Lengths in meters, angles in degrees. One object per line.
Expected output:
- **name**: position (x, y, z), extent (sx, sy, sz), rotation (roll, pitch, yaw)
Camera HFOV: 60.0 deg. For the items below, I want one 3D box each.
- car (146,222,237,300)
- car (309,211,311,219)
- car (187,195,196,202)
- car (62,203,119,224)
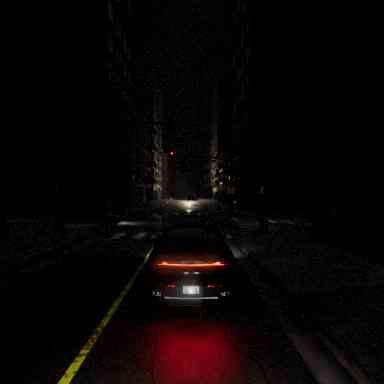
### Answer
- **car**: position (-0.016, 1.507, 8.371), extent (1.837, 1.490, 4.892), rotation (0, 0, 0)
- **car**: position (12.301, 1.724, 27.523), extent (5.008, 1.535, 1.882), rotation (1, 0, -1)
- **car**: position (-0.166, 1.497, 82.423), extent (2.097, 1.767, 4.553), rotation (0, 0, 0)
- **car**: position (-7.455, 1.516, 24.136), extent (4.181, 1.385, 1.994), rotation (1, 0, 0)
